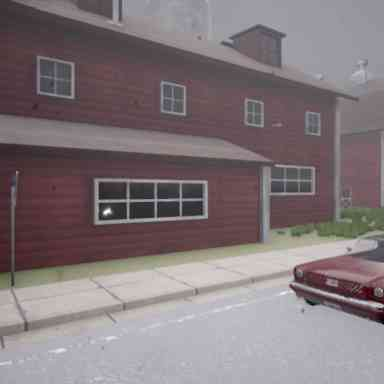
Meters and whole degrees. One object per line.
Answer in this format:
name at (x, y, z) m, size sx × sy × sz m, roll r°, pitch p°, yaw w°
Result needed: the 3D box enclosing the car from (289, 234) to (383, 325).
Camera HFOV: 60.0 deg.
car at (4.178, 1.596, 6.806) m, size 4.718 × 1.301 × 1.895 m, roll 0°, pitch 0°, yaw -34°
